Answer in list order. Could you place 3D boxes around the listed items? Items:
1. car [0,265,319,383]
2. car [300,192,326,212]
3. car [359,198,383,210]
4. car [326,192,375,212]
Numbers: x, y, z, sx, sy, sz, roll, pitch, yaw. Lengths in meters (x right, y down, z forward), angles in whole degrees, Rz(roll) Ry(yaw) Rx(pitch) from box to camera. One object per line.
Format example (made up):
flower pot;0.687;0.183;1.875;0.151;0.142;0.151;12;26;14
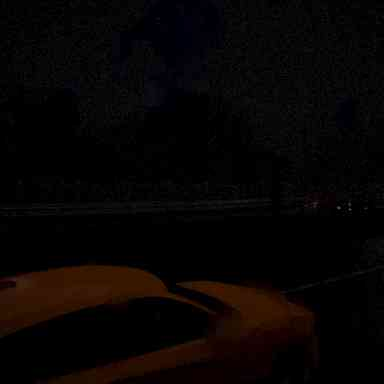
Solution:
car;-0.825;1.485;3.160;5.008;1.535;1.882;0;0;-36
car;13.905;1.071;35.453;5.566;2.045;2.150;-1;1;-36
car;17.032;1.469;29.086;4.718;1.301;1.895;-1;1;-36
car;15.938;1.071;32.606;5.566;2.045;2.150;-1;1;-36
